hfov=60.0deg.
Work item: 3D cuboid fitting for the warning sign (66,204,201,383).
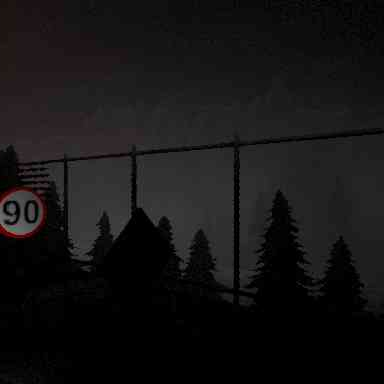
[{"bbox_3d":[-0.685,1.115,4.173,1.060,1.860,1.300,0,0,36],"label":"warning sign"}]
